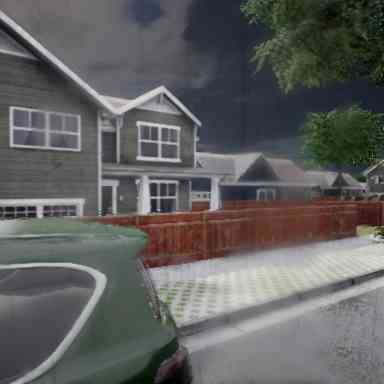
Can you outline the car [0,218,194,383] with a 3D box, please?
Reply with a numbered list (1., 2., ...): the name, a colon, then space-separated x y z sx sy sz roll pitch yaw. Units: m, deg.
1. car: -2.560 1.226 1.245 5.566 2.045 2.150 0 0 -36
